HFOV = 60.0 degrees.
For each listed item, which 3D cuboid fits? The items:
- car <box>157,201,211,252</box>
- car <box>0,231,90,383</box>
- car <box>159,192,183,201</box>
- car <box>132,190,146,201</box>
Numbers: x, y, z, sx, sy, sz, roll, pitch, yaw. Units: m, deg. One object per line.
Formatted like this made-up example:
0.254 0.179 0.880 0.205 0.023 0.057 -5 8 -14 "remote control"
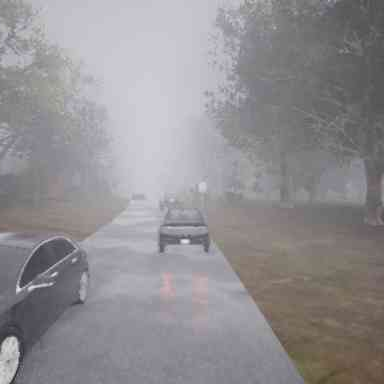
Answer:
-0.364 1.353 13.330 2.128 1.511 4.902 0 1 -3 "car"
-2.972 1.460 5.103 1.837 1.490 4.892 1 1 -2 "car"
-2.055 0.744 31.636 2.097 1.767 4.553 1 1 -7 "car"
-7.768 0.459 48.499 1.882 1.535 5.008 1 1 -11 "car"
